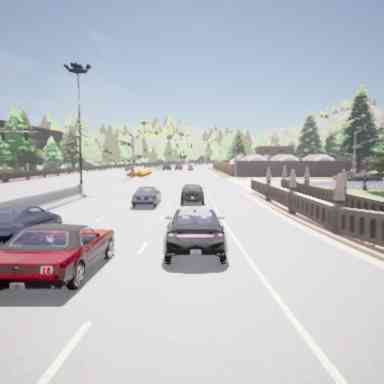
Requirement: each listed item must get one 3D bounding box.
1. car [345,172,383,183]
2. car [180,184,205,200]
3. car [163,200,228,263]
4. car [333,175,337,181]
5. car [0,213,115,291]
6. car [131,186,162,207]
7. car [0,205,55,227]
[{"bbox_3d":[25.369,-2.099,49.476,5.357,1.411,2.033,0,6,2],"label":"car"},{"bbox_3d":[0.027,0.043,27.227,1.882,1.535,5.008,0,6,0],"label":"car"},{"bbox_3d":[0.096,1.275,11.154,2.128,1.511,4.902,0,2,0],"label":"car"},{"bbox_3d":[24.871,-2.470,52.976,4.674,1.442,1.812,0,6,2],"label":"car"},{"bbox_3d":[-3.400,1.478,8.698,1.895,1.301,4.718,0,2,0],"label":"car"},{"bbox_3d":[-3.468,0.258,25.734,2.033,1.411,5.357,0,6,0],"label":"car"},{"bbox_3d":[-6.911,1.234,13.566,1.994,1.385,4.181,0,3,0],"label":"car"}]
